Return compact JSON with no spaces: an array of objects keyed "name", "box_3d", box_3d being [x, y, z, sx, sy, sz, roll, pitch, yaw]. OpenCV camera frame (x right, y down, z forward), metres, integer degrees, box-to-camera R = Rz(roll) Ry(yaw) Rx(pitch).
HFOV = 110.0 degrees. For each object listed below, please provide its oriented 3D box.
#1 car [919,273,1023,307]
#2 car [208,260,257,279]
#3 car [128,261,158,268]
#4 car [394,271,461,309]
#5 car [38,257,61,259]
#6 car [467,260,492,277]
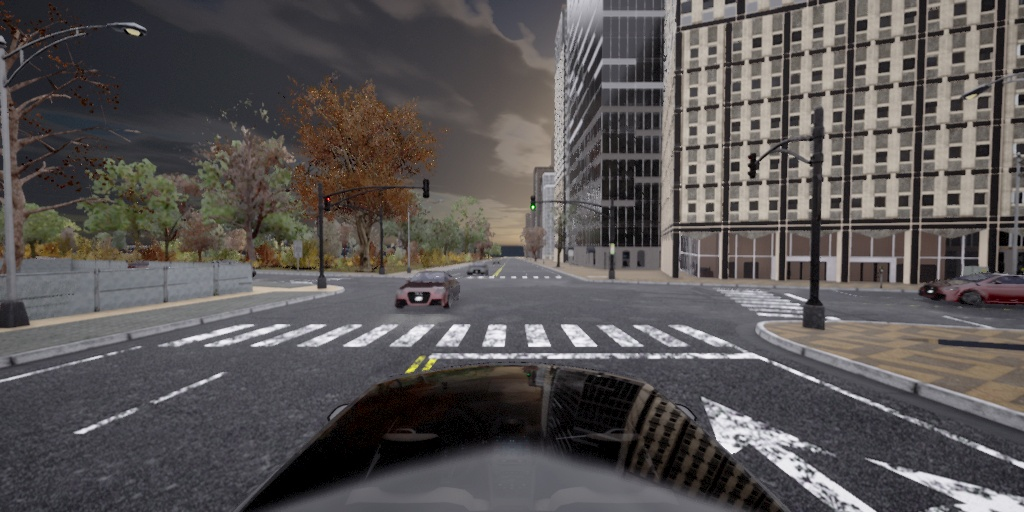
[{"name":"car","box_3d":[21.070,1.461,15.748,4.181,1.385,1.994,0,2,20]},{"name":"car","box_3d":[-22.709,1.089,28.628,4.902,1.511,2.128,1,2,21]},{"name":"car","box_3d":[-32.877,1.109,32.452,4.718,1.301,1.895,1,2,21]},{"name":"car","box_3d":[-3.277,1.309,14.607,1.994,1.385,4.181,0,0,0]},{"name":"car","box_3d":[-50.447,0.831,39.111,5.008,1.535,1.882,0,2,21]},{"name":"car","box_3d":[-3.320,1.304,35.757,1.994,1.385,4.181,0,0,0]}]
